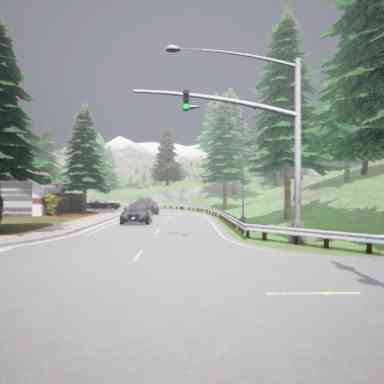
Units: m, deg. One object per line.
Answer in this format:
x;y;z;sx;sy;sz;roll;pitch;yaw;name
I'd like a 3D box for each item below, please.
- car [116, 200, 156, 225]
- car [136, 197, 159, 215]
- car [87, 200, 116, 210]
-3.960;1.559;24.073;1.994;1.385;4.181;0;0;-2;car
-4.783;1.345;33.865;2.097;1.767;4.553;0;0;-19;car
-11.349;1.599;41.610;4.718;1.301;1.895;0;0;14;car
